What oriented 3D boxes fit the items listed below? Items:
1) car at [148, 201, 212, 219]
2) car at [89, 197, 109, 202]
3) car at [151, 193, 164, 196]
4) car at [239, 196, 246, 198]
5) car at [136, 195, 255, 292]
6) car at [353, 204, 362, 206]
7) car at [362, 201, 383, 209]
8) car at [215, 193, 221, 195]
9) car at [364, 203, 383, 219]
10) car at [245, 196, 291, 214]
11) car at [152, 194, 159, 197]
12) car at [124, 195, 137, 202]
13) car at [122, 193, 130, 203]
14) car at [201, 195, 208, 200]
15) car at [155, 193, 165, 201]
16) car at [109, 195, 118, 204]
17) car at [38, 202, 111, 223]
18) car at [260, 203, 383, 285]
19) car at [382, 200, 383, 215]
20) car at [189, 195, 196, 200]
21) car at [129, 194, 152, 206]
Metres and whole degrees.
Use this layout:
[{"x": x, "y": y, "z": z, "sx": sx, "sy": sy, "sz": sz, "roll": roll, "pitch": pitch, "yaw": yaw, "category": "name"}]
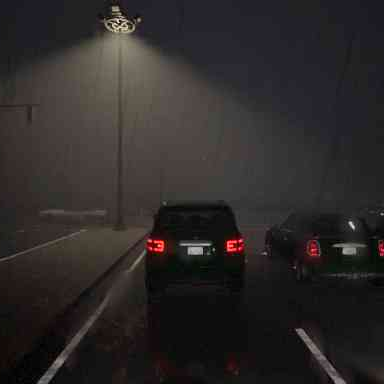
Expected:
[{"x": -1.076, "y": 1.547, "z": 28.725, "sx": 5.357, "sy": 1.411, "sz": 2.033, "roll": 0, "pitch": 0, "yaw": -4, "category": "car"}, {"x": -15.162, "y": 1.564, "z": 53.238, "sx": 1.994, "sy": 1.385, "sz": 4.181, "roll": 0, "pitch": 0, "yaw": 0, "category": "car"}, {"x": -8.101, "y": 1.225, "z": 73.453, "sx": 2.150, "sy": 2.045, "sz": 5.566, "roll": 0, "pitch": 0, "yaw": 0, "category": "car"}, {"x": 6.895, "y": 1.351, "z": 45.135, "sx": 2.097, "sy": 1.767, "sz": 4.553, "roll": 0, "pitch": 0, "yaw": -1, "category": "car"}, {"x": 0.067, "y": 1.221, "z": 9.075, "sx": 2.150, "sy": 2.045, "sz": 5.566, "roll": 0, "pitch": 0, "yaw": 0, "category": "car"}, {"x": 19.911, "y": 1.601, "z": 36.067, "sx": 4.718, "sy": 1.301, "sz": 1.895, "roll": 0, "pitch": 0, "yaw": 1, "category": "car"}, {"x": 7.066, "y": 1.221, "z": 8.772, "sx": 2.150, "sy": 2.045, "sz": 5.566, "roll": 0, "pitch": 0, "yaw": 0, "category": "car"}, {"x": 6.894, "y": 1.500, "z": 78.367, "sx": 1.837, "sy": 1.490, "sz": 4.892, "roll": 0, "pitch": 0, "yaw": 0, "category": "car"}, {"x": 17.914, "y": 1.601, "z": 29.087, "sx": 4.718, "sy": 1.301, "sz": 1.895, "roll": 0, "pitch": 0, "yaw": 1, "category": "car"}, {"x": 8.320, "y": 1.477, "z": 34.176, "sx": 5.008, "sy": 1.535, "sz": 1.882, "roll": 0, "pitch": 1, "yaw": 22, "category": "car"}, {"x": -8.141, "y": 1.547, "z": 62.932, "sx": 2.033, "sy": 1.411, "sz": 5.357, "roll": 0, "pitch": 0, "yaw": 1, "category": "car"}, {"x": -15.104, "y": 1.525, "z": 81.988, "sx": 2.128, "sy": 1.511, "sz": 4.902, "roll": 0, "pitch": 0, "yaw": 0, "category": "car"}, {"x": -15.099, "y": 1.225, "z": 71.887, "sx": 2.150, "sy": 2.045, "sz": 5.566, "roll": 0, "pitch": 0, "yaw": 0, "category": "car"}, {"x": 3.623, "y": 1.540, "z": 95.489, "sx": 2.033, "sy": 1.411, "sz": 5.357, "roll": 0, "pitch": 0, "yaw": 1, "category": "car"}, {"x": -8.085, "y": 1.210, "z": 84.225, "sx": 2.150, "sy": 2.045, "sz": 5.566, "roll": 0, "pitch": 0, "yaw": 0, "category": "car"}, {"x": -15.140, "y": 1.601, "z": 61.991, "sx": 1.895, "sy": 1.301, "sz": 4.718, "roll": 0, "pitch": 0, "yaw": 0, "category": "car"}, {"x": -8.712, "y": 1.601, "z": 24.516, "sx": 4.718, "sy": 1.301, "sz": 1.895, "roll": 0, "pitch": 0, "yaw": -3, "category": "car"}, {"x": 3.566, "y": 1.352, "z": 9.645, "sx": 2.097, "sy": 1.767, "sz": 4.553, "roll": 0, "pitch": 0, "yaw": 0, "category": "car"}, {"x": 21.435, "y": 1.526, "z": 32.550, "sx": 4.674, "sy": 1.442, "sz": 1.812, "roll": 0, "pitch": 0, "yaw": 1, "category": "car"}, {"x": 0.120, "y": 1.595, "z": 95.391, "sx": 1.895, "sy": 1.301, "sz": 4.718, "roll": 0, "pitch": 0, "yaw": 1, "category": "car"}, {"x": -8.166, "y": 1.491, "z": 53.185, "sx": 2.128, "sy": 1.511, "sz": 4.902, "roll": 0, "pitch": 0, "yaw": 0, "category": "car"}]
